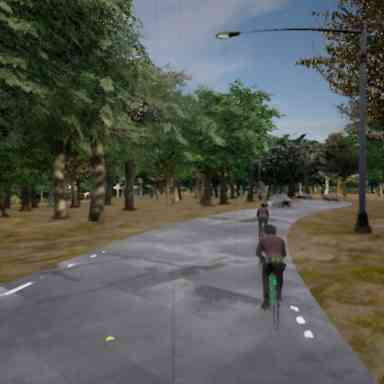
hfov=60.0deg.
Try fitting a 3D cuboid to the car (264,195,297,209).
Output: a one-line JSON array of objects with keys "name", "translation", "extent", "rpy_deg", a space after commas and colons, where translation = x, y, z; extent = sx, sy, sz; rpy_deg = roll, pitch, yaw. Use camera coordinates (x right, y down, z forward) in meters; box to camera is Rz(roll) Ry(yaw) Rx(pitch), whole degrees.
[{"name": "car", "translation": [9.584, 1.050, 36.965], "extent": [2.128, 1.511, 4.902], "rpy_deg": [0, 1, 35]}]

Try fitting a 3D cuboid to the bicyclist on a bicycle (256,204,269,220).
[{"name": "bicyclist on a bicycle", "translation": [3.050, 1.330, 14.322], "extent": [0.582, 1.620, 1.656], "rpy_deg": [0, 1, 14]}]

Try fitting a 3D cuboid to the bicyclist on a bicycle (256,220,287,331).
[{"name": "bicyclist on a bicycle", "translation": [1.406, 1.419, 5.851], "extent": [0.582, 1.620, 1.656], "rpy_deg": [0, 0, 7]}]

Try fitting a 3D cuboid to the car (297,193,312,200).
[{"name": "car", "translation": [24.826, 0.981, 74.035], "extent": [2.128, 1.511, 4.902], "rpy_deg": [0, -1, -10]}]

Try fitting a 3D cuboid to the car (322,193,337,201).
[{"name": "car", "translation": [24.245, 0.905, 58.765], "extent": [1.994, 1.385, 4.181], "rpy_deg": [0, 0, 13]}]
